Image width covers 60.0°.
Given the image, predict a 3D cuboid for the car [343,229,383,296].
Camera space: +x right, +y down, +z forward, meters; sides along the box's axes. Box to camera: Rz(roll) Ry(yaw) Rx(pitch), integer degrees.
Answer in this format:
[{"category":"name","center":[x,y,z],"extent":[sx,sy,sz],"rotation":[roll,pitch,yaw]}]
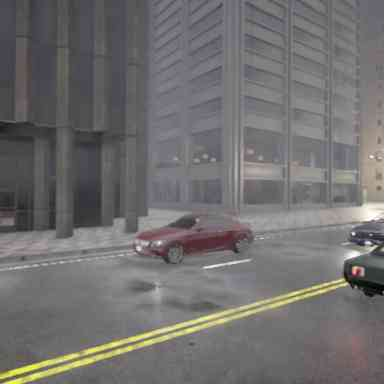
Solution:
[{"category":"car","center":[5.448,1.582,7.323],"extent":[4.718,1.301,1.895],"rotation":[0,0,-35]}]

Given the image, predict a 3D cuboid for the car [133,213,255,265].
[{"category":"car","center":[0.227,1.511,11.828],"extent":[4.674,1.442,1.812],"rotation":[0,0,-35]}]

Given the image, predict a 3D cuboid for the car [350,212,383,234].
[{"category":"car","center":[8.755,1.514,13.910],"extent":[5.357,1.411,2.033],"rotation":[0,0,-35]}]
